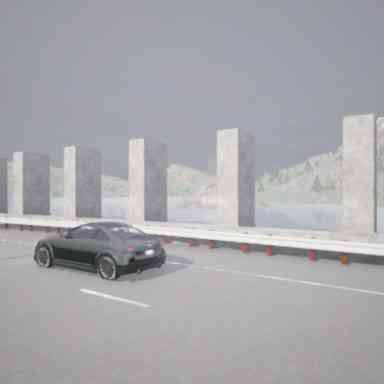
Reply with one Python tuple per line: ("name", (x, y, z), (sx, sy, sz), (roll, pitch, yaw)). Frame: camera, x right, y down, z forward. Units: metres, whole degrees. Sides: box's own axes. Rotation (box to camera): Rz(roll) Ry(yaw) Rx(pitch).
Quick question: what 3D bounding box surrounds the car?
("car", (-2.804, 1.582, 9.932), (4.181, 1.385, 1.994), (0, 0, 33))
